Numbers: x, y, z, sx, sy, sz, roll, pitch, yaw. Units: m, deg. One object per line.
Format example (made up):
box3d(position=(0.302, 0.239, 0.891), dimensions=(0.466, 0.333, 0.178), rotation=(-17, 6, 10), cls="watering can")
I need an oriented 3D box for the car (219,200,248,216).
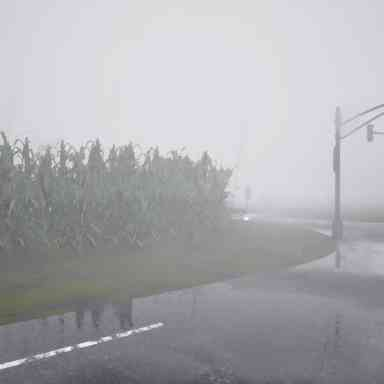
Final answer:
box3d(position=(3.164, 1.501, 31.949), dimensions=(2.033, 1.411, 5.357), rotation=(1, 0, -26), cls="car")
